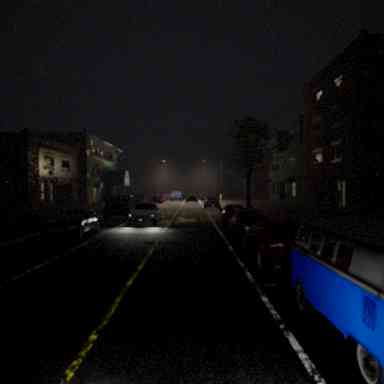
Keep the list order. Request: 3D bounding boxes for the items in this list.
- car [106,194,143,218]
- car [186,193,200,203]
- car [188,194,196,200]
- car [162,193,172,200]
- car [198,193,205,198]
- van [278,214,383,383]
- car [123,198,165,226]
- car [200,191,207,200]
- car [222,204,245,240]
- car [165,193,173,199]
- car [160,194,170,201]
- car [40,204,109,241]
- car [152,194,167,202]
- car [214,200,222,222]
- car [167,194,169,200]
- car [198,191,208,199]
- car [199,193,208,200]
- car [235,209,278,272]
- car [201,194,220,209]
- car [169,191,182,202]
[{"bbox_3d":[-5.701,1.142,27.104,2.192,1.841,5.009,-1,0,0],"label":"car"},{"bbox_3d":[-0.014,1.155,58.142,1.812,1.442,4.674,0,0,0],"label":"car"},{"bbox_3d":[-0.017,1.043,74.869,1.895,1.301,4.718,0,0,0],"label":"car"},{"bbox_3d":[-5.711,1.058,77.039,2.008,1.369,4.403,-1,0,0],"label":"car"},{"bbox_3d":[2.666,0.982,93.688,1.802,1.307,4.206,-1,0,0],"label":"car"},{"bbox_3d":[2.684,1.309,4.915,1.690,1.788,3.998,-1,0,0],"label":"van"},{"bbox_3d":[-3.105,1.383,22.373,1.812,1.442,4.674,0,0,0],"label":"car"},{"bbox_3d":[2.671,1.109,71.496,1.947,1.339,4.313,-1,0,0],"label":"car"},{"bbox_3d":[2.684,1.480,16.013,1.802,1.307,4.206,-1,0,0],"label":"car"},{"bbox_3d":[-5.712,1.053,82.588,1.802,1.307,4.206,-1,0,0],"label":"car"},{"bbox_3d":[-5.709,1.125,71.491,1.802,1.307,4.206,-1,0,0],"label":"car"},{"bbox_3d":[-5.697,1.448,16.009,2.008,1.369,4.403,-1,0,0],"label":"car"},{"bbox_3d":[-5.707,1.090,54.846,1.967,1.590,4.097,-1,0,0],"label":"car"},{"bbox_3d":[2.683,1.445,21.561,1.802,1.307,4.206,-1,0,0],"label":"car"},{"bbox_3d":[-5.707,1.159,60.395,1.887,1.381,4.507,-1,0,0],"label":"car"},{"bbox_3d":[2.666,0.787,82.591,2.192,1.841,5.009,-1,0,0],"label":"car"},{"bbox_3d":[2.670,1.032,77.212,1.752,1.417,4.829,-1,0,0],"label":"car"},{"bbox_3d":[2.685,1.478,10.465,1.887,1.381,4.507,-1,0,0],"label":"car"},{"bbox_3d":[2.342,1.274,39.484,1.812,1.442,4.674,0,0,0],"label":"car"},{"bbox_3d":[-3.031,0.809,64.354,2.150,2.045,5.566,0,1,0],"label":"car"}]
